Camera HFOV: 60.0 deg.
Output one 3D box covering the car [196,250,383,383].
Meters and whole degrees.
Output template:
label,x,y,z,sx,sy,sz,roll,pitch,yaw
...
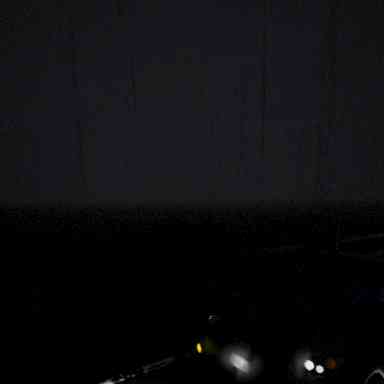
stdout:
label,x,y,z,sx,sy,sz,roll,pitch,yaw
car,2.109,1.572,4.575,4.181,1.385,1.994,0,0,-35
